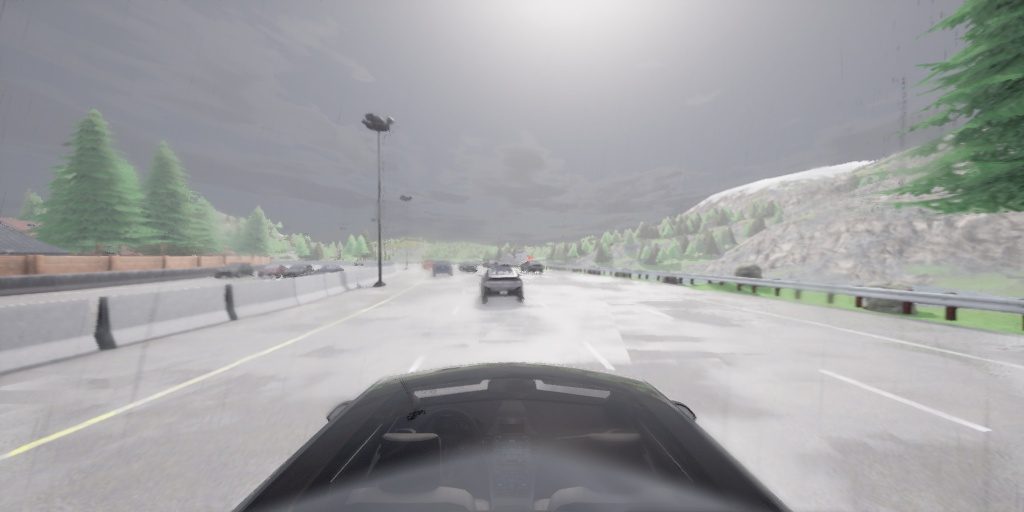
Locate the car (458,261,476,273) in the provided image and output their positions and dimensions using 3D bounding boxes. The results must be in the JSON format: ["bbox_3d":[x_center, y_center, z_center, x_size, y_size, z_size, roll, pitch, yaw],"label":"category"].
[{"bbox_3d":[-5.967,1.520,47.873,1.895,1.301,4.718,-1,0,-16],"label":"car"}]

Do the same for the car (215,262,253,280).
[{"bbox_3d":[-29.090,1.502,37.783,2.097,1.767,4.553,-1,0,-14],"label":"car"}]

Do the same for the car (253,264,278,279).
[{"bbox_3d":[-25.784,1.642,39.005,1.812,1.442,4.674,-1,0,-14],"label":"car"}]

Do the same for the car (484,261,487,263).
[{"bbox_3d":[-3.827,1.493,63.082,1.994,1.385,4.181,0,0,-21],"label":"car"}]

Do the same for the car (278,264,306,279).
[{"bbox_3d":[-21.611,1.572,36.638,1.837,1.490,4.892,-1,-1,-13],"label":"car"}]

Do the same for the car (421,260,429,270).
[{"bbox_3d":[-14.103,1.389,60.713,2.097,1.767,4.553,-1,0,-21],"label":"car"}]

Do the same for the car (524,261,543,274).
[{"bbox_3d":[2.296,1.322,42.950,1.837,1.490,4.892,0,0,-14],"label":"car"}]

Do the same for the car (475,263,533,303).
[{"bbox_3d":[-0.557,1.282,16.947,2.128,1.511,4.902,0,0,-6],"label":"car"}]

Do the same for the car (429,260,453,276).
[{"bbox_3d":[-7.896,1.275,40.406,2.097,1.767,4.553,-1,0,-14],"label":"car"}]

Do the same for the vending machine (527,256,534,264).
[{"bbox_3d":[2.973,1.040,58.658,1.100,2.100,0.880,0,0,-18],"label":"vending machine"}]

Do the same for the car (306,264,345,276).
[{"bbox_3d":[-17.530,1.564,34.488,2.033,1.411,5.357,-1,0,-12],"label":"car"}]

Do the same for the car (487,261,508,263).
[{"bbox_3d":[-1.378,1.363,43.138,1.837,1.490,4.892,0,0,-14],"label":"car"}]
